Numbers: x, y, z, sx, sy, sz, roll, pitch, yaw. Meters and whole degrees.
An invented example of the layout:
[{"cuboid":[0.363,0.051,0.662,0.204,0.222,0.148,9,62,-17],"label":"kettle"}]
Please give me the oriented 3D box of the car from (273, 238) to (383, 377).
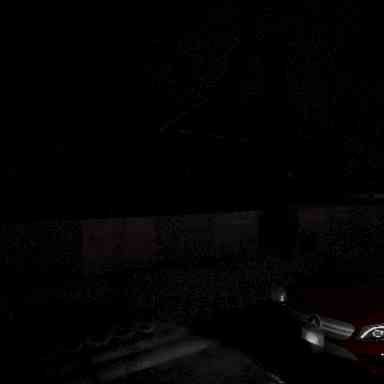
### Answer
[{"cuboid":[3.380,1.539,5.464,4.674,1.442,1.812,0,0,-36],"label":"car"}]
